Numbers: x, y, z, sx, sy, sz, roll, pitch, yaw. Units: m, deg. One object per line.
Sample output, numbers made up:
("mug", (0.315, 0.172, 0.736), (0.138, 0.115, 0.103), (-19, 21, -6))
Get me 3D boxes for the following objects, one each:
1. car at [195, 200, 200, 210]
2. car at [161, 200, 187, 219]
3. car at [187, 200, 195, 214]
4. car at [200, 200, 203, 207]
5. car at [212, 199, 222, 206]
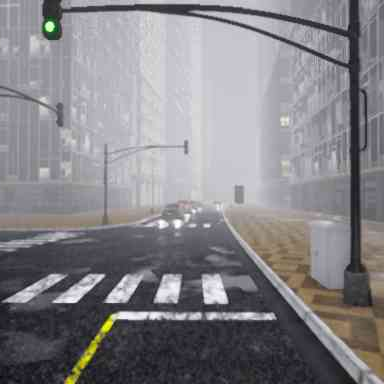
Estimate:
("car", (-0.224, 2.031, 51.950), (1.812, 1.442, 4.674), (0, -1, 6))
("car", (-1.885, 1.837, 33.073), (1.837, 1.490, 4.892), (0, -1, 4))
("car", (-1.174, 1.769, 42.185), (2.097, 1.767, 4.553), (0, -1, 5))
("car", (0.964, 2.191, 61.818), (1.895, 1.301, 4.718), (0, 0, 8))
("car", (5.500, 2.218, 72.635), (2.033, 1.411, 5.357), (0, 0, 8))
